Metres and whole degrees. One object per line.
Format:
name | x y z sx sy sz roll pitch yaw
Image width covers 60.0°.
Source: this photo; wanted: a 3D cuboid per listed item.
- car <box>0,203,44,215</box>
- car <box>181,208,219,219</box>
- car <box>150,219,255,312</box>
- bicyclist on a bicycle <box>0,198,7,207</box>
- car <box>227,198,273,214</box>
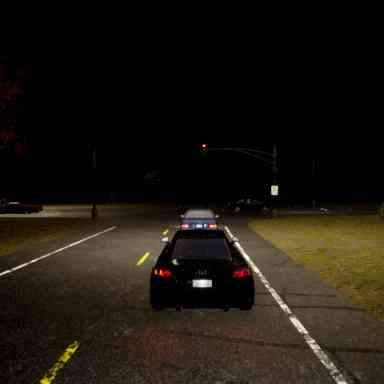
car | -19.067 1.823 36.877 4.718 1.301 1.895 -1 1 5
car | 0.387 1.530 17.020 2.033 1.411 5.357 0 0 2
car | 0.198 1.558 7.792 1.994 1.385 4.181 0 0 1
bicyclist on a bicycle | -25.532 1.579 45.049 0.582 1.620 1.656 -1 0 5
car | 6.087 1.419 34.752 4.902 1.511 2.128 -1 1 5
